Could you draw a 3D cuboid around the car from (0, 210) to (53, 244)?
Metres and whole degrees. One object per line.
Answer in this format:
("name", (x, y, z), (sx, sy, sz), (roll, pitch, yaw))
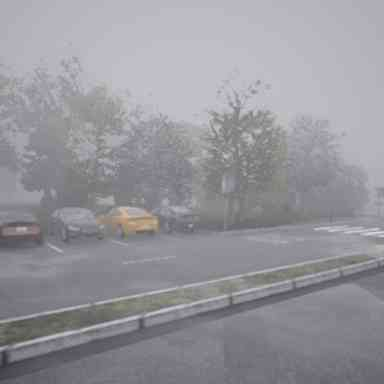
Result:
("car", (-8.238, 1.572, 15.390), (2.163, 1.488, 4.792), (1, 0, -35))

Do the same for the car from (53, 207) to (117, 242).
("car", (-5.977, 1.555, 16.957), (2.231, 1.521, 4.892), (0, 0, -35))

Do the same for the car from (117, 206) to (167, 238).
("car", (-3.720, 1.566, 18.534), (2.097, 1.535, 5.008), (0, 0, -35))

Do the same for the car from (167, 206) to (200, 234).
("car", (-1.468, 1.576, 20.121), (2.231, 1.521, 4.892), (0, 0, -35))
